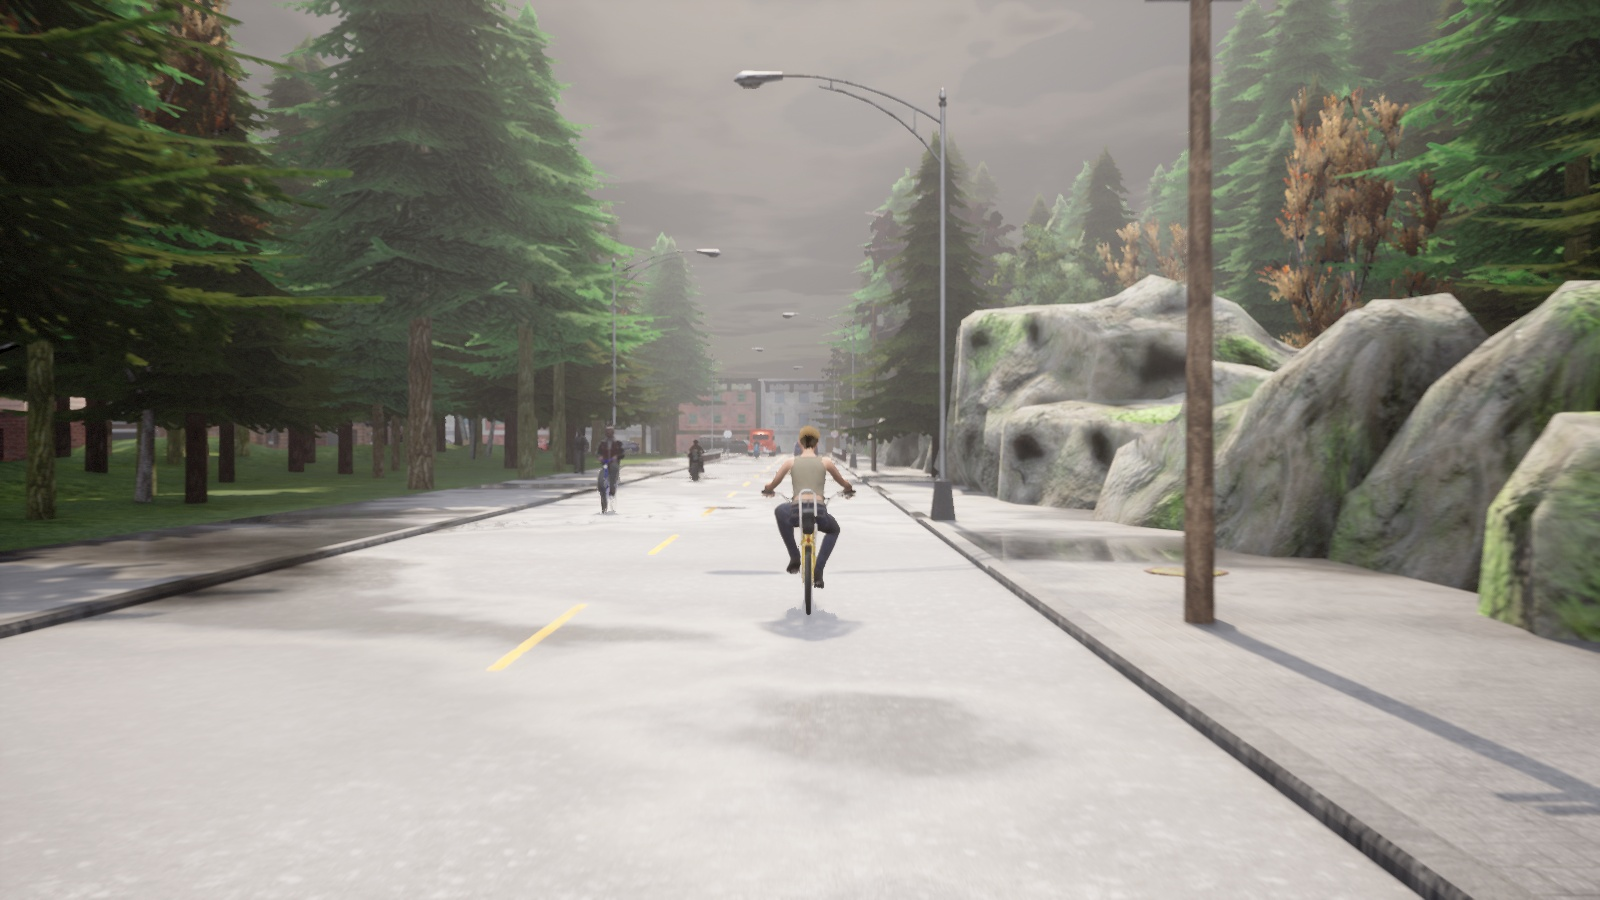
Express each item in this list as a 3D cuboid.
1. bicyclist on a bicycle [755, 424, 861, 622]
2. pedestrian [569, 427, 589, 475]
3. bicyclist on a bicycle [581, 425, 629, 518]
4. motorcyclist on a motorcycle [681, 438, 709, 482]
[{"bbox_3d":[0.074,0.589,11.009,0.866,1.612,1.509,0,0,1],"label":"bicyclist on a bicycle"},{"bbox_3d":[-8.771,0.026,49.836,0.563,1.883,0.849,0,0,7],"label":"pedestrian"},{"bbox_3d":[-3.844,0.403,24.861,0.659,1.776,1.843,0,0,0],"label":"bicyclist on a bicycle"},{"bbox_3d":[-3.732,0.346,44.689,0.797,1.523,2.044,0,0,0],"label":"motorcyclist on a motorcycle"}]
